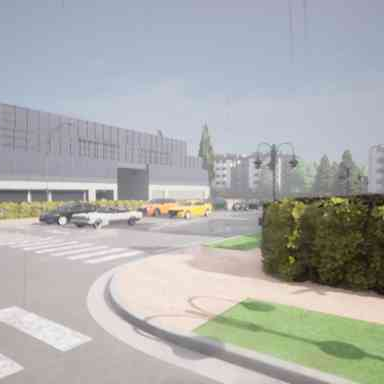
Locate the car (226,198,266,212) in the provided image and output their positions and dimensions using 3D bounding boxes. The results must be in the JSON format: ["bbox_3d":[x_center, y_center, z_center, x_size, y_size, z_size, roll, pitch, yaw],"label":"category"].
[{"bbox_3d":[6.375,1.507,38.882,2.128,1.511,4.902,0,0,35],"label":"car"}]

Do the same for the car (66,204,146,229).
[{"bbox_3d":[-5.540,1.616,21.951,1.895,1.301,4.718,0,0,34],"label":"car"}]

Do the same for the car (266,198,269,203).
[{"bbox_3d":[11.089,1.623,52.269,1.895,1.301,4.718,0,0,26],"label":"car"}]

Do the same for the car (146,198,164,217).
[{"bbox_3d":[-3.160,1.367,31.436,2.097,1.767,4.553,0,0,35],"label":"car"}]

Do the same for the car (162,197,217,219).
[{"bbox_3d":[-0.145,1.493,29.637,1.882,1.535,5.008,0,0,35],"label":"car"}]

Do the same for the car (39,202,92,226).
[{"bbox_3d":[-8.483,1.520,24.000,1.837,1.490,4.892,0,0,37],"label":"car"}]

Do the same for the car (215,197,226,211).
[{"bbox_3d":[2.450,1.367,39.386,2.097,1.767,4.553,0,0,35],"label":"car"}]
